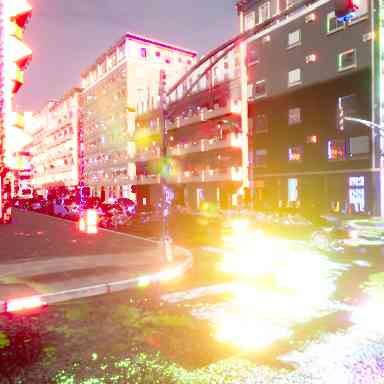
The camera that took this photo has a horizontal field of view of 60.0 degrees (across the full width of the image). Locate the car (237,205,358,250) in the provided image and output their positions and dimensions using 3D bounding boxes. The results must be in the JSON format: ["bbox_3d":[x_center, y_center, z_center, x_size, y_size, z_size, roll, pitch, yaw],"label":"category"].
[{"bbox_3d":[4.656,1.534,14.714,1.837,1.490,4.892,-2,1,-45],"label":"car"}]

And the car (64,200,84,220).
[{"bbox_3d":[-9.057,1.650,28.271,1.752,1.417,4.829,-1,1,-36],"label":"car"}]

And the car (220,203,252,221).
[{"bbox_3d":[4.012,1.495,24.464,1.752,1.417,4.829,-1,1,-36],"label":"car"}]

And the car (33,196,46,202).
[{"bbox_3d":[-37.939,1.724,82.703,1.887,1.381,4.507,-1,1,-36],"label":"car"}]

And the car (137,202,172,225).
[{"bbox_3d":[-3.749,1.672,25.334,1.895,1.301,4.718,-1,0,-36],"label":"car"}]

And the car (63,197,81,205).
[{"bbox_3d":[-21.766,1.641,60.250,2.008,1.369,4.403,-1,1,-36],"label":"car"}]

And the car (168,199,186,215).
[{"bbox_3d":[-2.359,1.438,33.305,1.967,1.590,4.097,-1,1,-36],"label":"car"}]

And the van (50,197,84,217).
[{"bbox_3d":[-12.394,1.481,32.898,1.690,1.788,3.998,-1,1,-36],"label":"van"}]

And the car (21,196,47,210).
[{"bbox_3d":[-22.097,1.626,46.370,1.967,1.590,4.097,-1,1,-36],"label":"car"}]

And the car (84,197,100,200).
[{"bbox_3d":[-11.835,1.655,36.568,2.033,1.411,5.357,-1,0,-36],"label":"car"}]

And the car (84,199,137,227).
[{"bbox_3d":[-5.924,1.551,23.919,1.967,1.590,4.097,-1,1,-36],"label":"car"}]

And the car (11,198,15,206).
[{"bbox_3d":[-31.800,1.780,59.843,1.887,1.381,4.507,-1,1,-36],"label":"car"}]

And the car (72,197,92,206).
[{"bbox_3d":[-18.531,1.640,55.759,1.947,1.339,4.313,-1,1,-36],"label":"car"}]

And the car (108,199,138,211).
[{"bbox_3d":[-8.827,1.578,42.288,2.008,1.369,4.403,-1,1,-36],"label":"car"}]

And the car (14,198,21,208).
[{"bbox_3d":[-25.330,1.767,50.862,1.947,1.339,4.313,-1,1,-36],"label":"car"}]
